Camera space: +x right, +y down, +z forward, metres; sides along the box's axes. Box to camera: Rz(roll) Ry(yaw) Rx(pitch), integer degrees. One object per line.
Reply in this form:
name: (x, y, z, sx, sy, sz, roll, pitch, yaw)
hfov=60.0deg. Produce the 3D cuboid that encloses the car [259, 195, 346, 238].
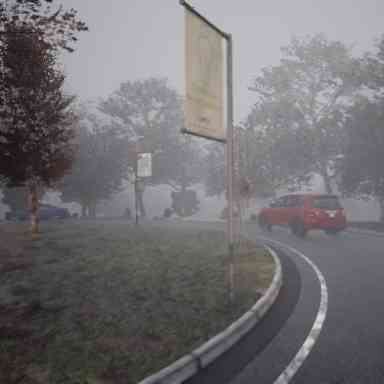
car: (5.628, 1.166, 17.713, 2.150, 2.045, 5.566, 0, 0, -16)

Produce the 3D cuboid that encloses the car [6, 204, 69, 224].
car: (-13.231, 1.848, 28.642, 5.008, 1.535, 1.882, 0, -1, -8)
